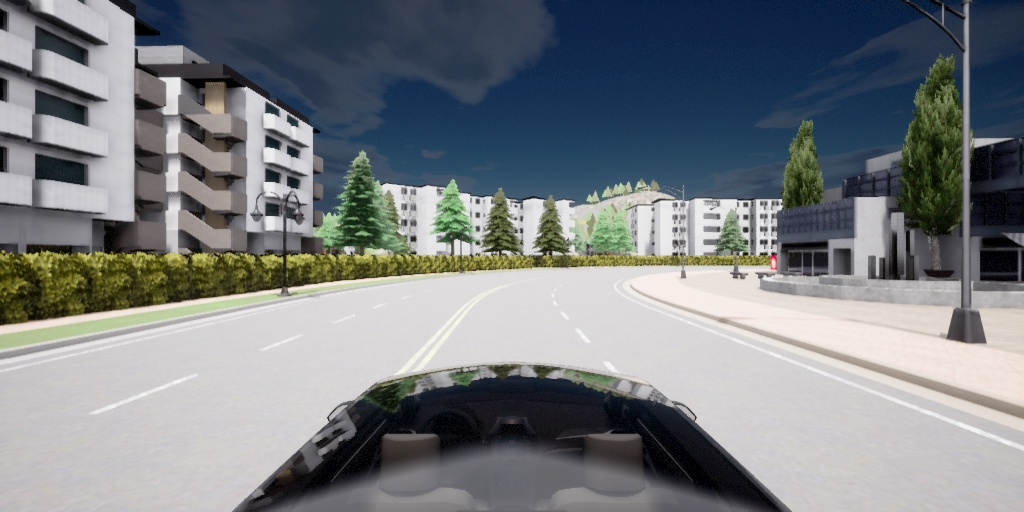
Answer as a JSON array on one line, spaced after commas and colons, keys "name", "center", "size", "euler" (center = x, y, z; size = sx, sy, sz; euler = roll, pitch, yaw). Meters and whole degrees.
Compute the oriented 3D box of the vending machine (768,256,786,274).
[{"name": "vending machine", "center": [34.598, 0.929, 46.847], "size": [0.880, 2.100, 1.100], "euler": [0, 0, -13]}]
